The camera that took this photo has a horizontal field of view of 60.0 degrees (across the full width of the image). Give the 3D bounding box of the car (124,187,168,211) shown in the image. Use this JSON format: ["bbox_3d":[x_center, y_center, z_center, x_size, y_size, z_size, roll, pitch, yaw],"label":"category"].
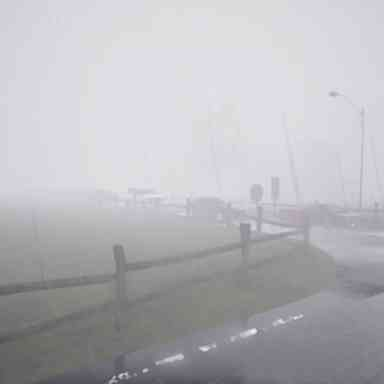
[{"bbox_3d":[-4.305,0.577,30.380,2.150,2.045,5.566,1,1,-35],"label":"car"}]

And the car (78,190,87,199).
[{"bbox_3d":[-15.586,0.321,51.537,1.882,1.535,5.008,1,1,-35],"label":"car"}]

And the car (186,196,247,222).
[{"bbox_3d":[1.529,1.070,22.074,1.882,1.535,5.008,1,1,-35],"label":"car"}]

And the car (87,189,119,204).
[{"bbox_3d":[-10.242,0.470,38.836,2.097,1.767,4.553,1,1,-35],"label":"car"}]

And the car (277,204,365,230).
[{"bbox_3d":[7.186,1.355,19.140,1.895,1.301,4.718,1,1,-32],"label":"car"}]

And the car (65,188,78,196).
[{"bbox_3d":[-21.613,0.099,60.098,2.128,1.511,4.902,1,1,-35],"label":"car"}]
